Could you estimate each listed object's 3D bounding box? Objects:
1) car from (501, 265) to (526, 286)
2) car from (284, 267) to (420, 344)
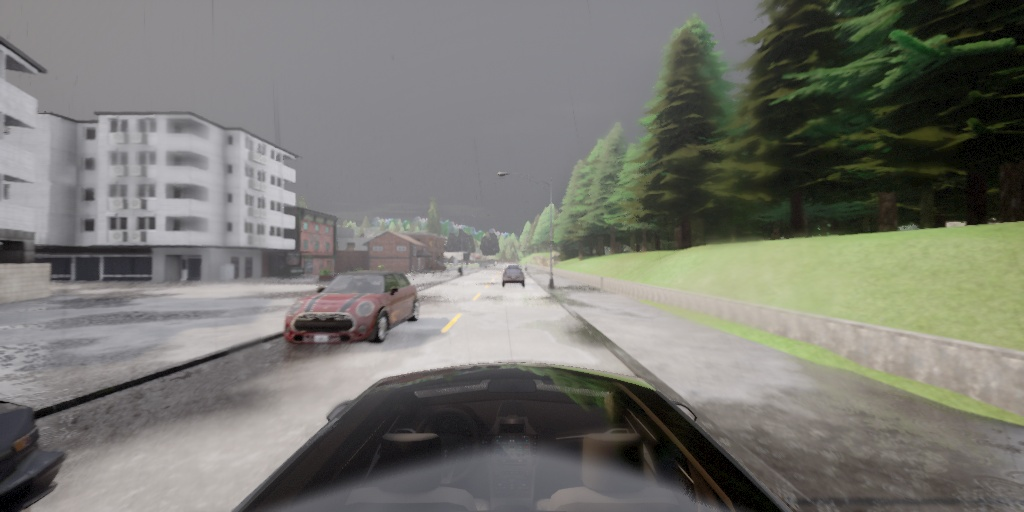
[{"bbox_3d":[0.108,1.634,28.604,2.033,1.411,5.357,0,-1,0],"label":"car"},{"bbox_3d":[-4.081,1.205,9.938,2.097,1.767,4.553,0,-1,0],"label":"car"}]
